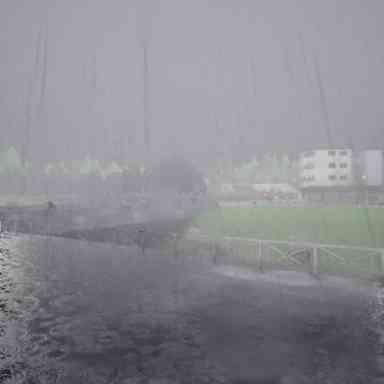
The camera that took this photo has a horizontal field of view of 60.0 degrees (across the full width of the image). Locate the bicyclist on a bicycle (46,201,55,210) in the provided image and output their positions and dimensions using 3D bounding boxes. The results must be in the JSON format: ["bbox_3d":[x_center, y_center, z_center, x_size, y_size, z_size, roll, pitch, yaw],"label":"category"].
[{"bbox_3d":[-14.537,1.699,34.270,1.656,1.620,0.582,-1,-1,35],"label":"bicyclist on a bicycle"}]

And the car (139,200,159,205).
[{"bbox_3d":[-6.890,1.962,52.398,1.994,1.385,4.181,-1,0,35],"label":"car"}]
